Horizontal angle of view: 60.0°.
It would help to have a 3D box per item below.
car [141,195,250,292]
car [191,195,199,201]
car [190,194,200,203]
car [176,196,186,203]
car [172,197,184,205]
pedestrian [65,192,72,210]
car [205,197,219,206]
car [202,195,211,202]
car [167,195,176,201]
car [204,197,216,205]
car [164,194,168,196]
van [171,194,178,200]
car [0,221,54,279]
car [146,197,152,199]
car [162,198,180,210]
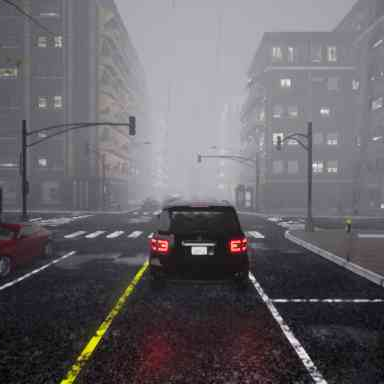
[{"bbox_3d":[0.165,1.221,9.075,2.150,2.045,5.566,0,0,1],"label":"car"},{"bbox_3d":[0.744,1.477,82.676,1.882,1.535,5.008,0,0,1],"label":"car"},{"bbox_3d":[0.670,1.354,72.899,2.097,1.767,4.553,0,0,1],"label":"car"},{"bbox_3d":[-2.356,1.522,71.874,1.812,1.442,4.674,0,0,1],"label":"car"},{"bbox_3d":[-2.512,1.563,61.569,1.994,1.385,4.181,0,0,1],"label":"car"},{"bbox_3d":[-12.421,0.902,33.456,0.375,1.860,0.375,0,-1,0],"label":"pedestrian"},{"bbox_3d":[3.164,1.549,53.594,2.008,1.369,4.403,0,0,1],"label":"car"},{"bbox_3d":[3.369,1.439,76.148,1.967,1.590,4.097,0,0,1],"label":"car"},{"bbox_3d":[-4.961,1.525,81.698,1.752,1.417,4.829,0,0,1],"label":"car"},{"bbox_3d":[3.215,1.543,59.232,1.887,1.381,4.507,0,0,1],"label":"car"},{"bbox_3d":[-5.063,1.314,70.591,2.192,1.841,5.009,0,0,1],"label":"car"},{"bbox_3d":[-4.856,1.340,93.145,1.690,1.788,3.998,0,0,1],"label":"van"},{"bbox_3d":[-5.614,1.581,9.989,1.802,1.307,4.206,0,0,1],"label":"car"},{"bbox_3d":[-5.319,1.438,42.399,1.967,1.590,4.097,0,0,1],"label":"car"},{"bbox_3d":[-2.703,1.562,43.028,1.994,1.385,4.181,0,0,1],"label":"car"}]
